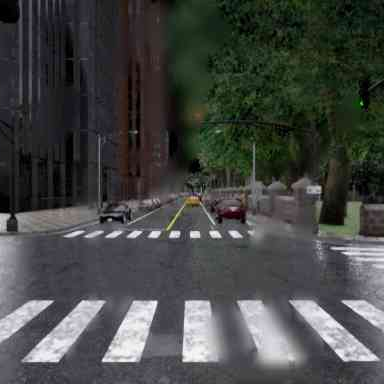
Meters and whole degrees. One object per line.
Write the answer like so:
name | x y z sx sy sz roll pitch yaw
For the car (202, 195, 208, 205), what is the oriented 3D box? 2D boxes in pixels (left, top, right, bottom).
car | 2.900 1.557 47.072 2.008 1.369 4.403 0 0 0

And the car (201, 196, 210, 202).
car | 2.981 1.547 74.524 1.752 1.417 4.829 0 0 0

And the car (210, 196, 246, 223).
car | 2.836 1.310 25.246 2.192 1.841 5.009 0 0 0

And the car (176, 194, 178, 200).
car | -5.496 1.479 90.746 1.967 1.590 4.097 0 0 0

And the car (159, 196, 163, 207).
car | -5.625 1.588 47.090 1.802 1.307 4.206 0 0 0

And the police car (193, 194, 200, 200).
police car | 1.171 1.465 92.017 1.930 1.638 5.238 0 0 0

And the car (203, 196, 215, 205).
car | 2.933 1.452 57.985 1.967 1.590 4.097 0 0 0

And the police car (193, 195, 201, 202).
police car | 1.123 1.449 76.017 1.930 1.638 5.238 0 0 0

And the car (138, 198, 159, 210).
car | -5.641 1.554 41.633 2.008 1.369 4.403 0 0 0

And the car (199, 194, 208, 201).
car | 3.013 1.348 85.267 2.192 1.841 5.009 0 0 0

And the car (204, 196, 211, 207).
car | 2.884 1.554 41.615 2.008 1.369 4.403 0 0 0

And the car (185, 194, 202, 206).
car | 0.212 1.488 55.280 1.882 1.535 5.008 0 0 0

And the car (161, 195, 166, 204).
car | -5.609 1.591 52.547 1.802 1.307 4.206 0 0 0

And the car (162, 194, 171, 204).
car | -5.576 1.597 63.461 1.802 1.307 4.206 0 0 0

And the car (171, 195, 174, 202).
car | -5.560 1.333 68.918 2.192 1.841 5.009 0 0 0

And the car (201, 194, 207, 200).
car | 2.917 1.449 52.528 1.967 1.590 4.097 0 0 0

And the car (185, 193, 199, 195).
car | 0.192 1.237 65.406 2.150 2.045 5.566 0 0 0

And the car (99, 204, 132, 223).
car | -5.689 1.561 25.262 1.947 1.339 4.313 0 0 0

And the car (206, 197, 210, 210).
car | 2.868 1.566 36.158 1.947 1.339 4.313 0 0 0

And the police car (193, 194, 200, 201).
police car | 1.135 1.459 86.017 1.930 1.638 5.238 0 0 0
